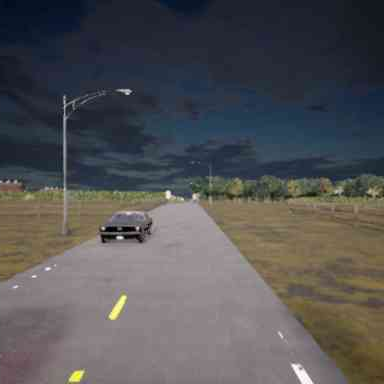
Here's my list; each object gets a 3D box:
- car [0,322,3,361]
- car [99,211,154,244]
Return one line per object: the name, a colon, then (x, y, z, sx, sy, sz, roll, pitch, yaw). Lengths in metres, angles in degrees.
car: (-2.855, 1.499, 1.438, 2.128, 1.511, 4.902, 0, 0, -1)
car: (-2.992, 1.585, 15.942, 1.895, 1.301, 4.718, 0, 0, -1)
